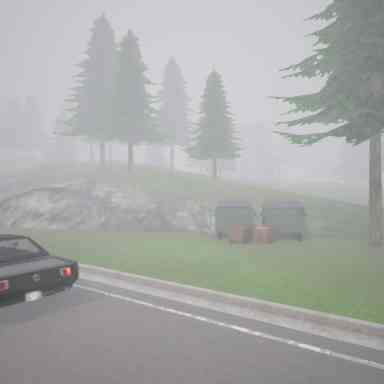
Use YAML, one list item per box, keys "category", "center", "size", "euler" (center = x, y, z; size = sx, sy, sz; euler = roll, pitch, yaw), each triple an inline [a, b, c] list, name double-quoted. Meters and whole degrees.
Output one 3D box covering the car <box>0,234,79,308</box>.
- category: "car"
  center: [-4.676, 1.601, 7.332]
  size: [4.718, 1.301, 1.895]
  euler: [0, 0, 36]
